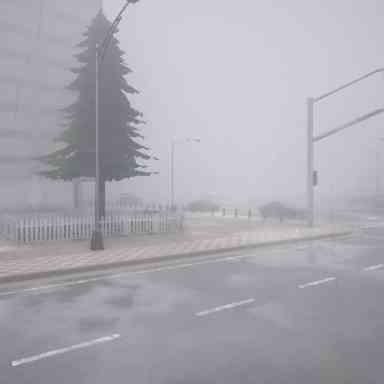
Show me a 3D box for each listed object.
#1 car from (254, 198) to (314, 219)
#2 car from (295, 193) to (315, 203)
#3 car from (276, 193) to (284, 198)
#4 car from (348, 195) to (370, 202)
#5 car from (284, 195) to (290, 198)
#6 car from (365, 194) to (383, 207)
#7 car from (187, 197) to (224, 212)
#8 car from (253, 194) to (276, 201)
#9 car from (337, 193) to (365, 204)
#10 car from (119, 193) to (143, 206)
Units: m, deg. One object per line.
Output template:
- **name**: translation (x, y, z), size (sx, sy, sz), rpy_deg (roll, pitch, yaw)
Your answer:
- **car**: translation (7.902, 1.526, 29.042), size (1.812, 1.442, 4.674), rpy_deg (0, 0, -34)
- **car**: translation (21.103, 1.395, 62.520), size (1.970, 1.475, 3.806), rpy_deg (0, 0, -36)
- **car**: translation (19.361, 1.364, 79.842), size (1.784, 1.438, 3.905), rpy_deg (0, 0, -36)
- **car**: translation (37.185, 1.364, 74.060), size (1.784, 1.438, 3.905), rpy_deg (0, 0, -36)
- **car**: translation (21.513, 1.153, 81.445), size (1.932, 1.855, 4.605), rpy_deg (0, 0, -36)
- **car**: translation (26.683, 1.153, 45.101), size (1.932, 1.855, 4.605), rpy_deg (0, 0, -36)
- **car**: translation (1.308, 1.563, 38.151), size (1.994, 1.385, 4.181), rpy_deg (0, 0, -36)
- **car**: translation (17.006, 1.395, 78.158), size (1.970, 1.475, 3.806), rpy_deg (0, 0, -36)
- **car**: translation (34.792, 1.153, 72.427), size (1.932, 1.855, 4.605), rpy_deg (0, 0, -36)
- **car**: translation (-9.913, 1.223, 53.810), size (2.150, 2.045, 5.566), rpy_deg (0, 0, -35)
